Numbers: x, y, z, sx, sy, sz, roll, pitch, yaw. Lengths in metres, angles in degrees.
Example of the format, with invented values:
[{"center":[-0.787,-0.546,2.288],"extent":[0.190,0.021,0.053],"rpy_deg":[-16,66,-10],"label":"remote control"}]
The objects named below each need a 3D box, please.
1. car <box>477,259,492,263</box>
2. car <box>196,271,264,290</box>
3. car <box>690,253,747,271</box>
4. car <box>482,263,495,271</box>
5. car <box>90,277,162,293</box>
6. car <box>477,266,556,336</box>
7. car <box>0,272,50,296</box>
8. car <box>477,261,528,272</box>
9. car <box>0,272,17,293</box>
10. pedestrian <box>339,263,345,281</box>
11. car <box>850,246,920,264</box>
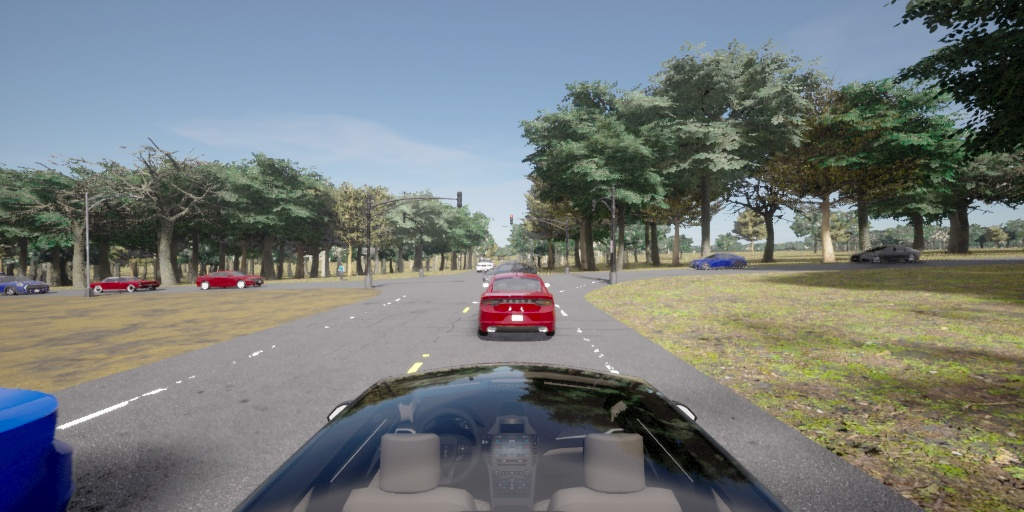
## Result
[{"center":[-3.910,1.391,53.011],"extent":[2.150,2.045,5.566],"rpy_deg":[0,-1,1],"label":"car"},{"center":[-23.682,1.973,30.224],"extent":[5.008,1.535,1.882],"rpy_deg":[-2,-1,2],"label":"car"},{"center":[18.426,0.502,32.096],"extent":[4.674,1.442,1.812],"rpy_deg":[-2,-1,2],"label":"car"},{"center":[-4.074,1.907,62.961],"extent":[1.994,1.385,4.181],"rpy_deg":[0,-1,0],"label":"car"},{"center":[-33.040,2.415,30.647],"extent":[4.718,1.301,1.895],"rpy_deg":[-2,-1,3],"label":"car"},{"center":[0.129,1.229,10.446],"extent":[1.882,1.535,5.008],"rpy_deg":[0,0,0],"label":"car"},{"center":[-43.321,2.500,31.141],"extent":[4.553,1.767,2.097],"rpy_deg":[-2,-1,3],"label":"car"},{"center":[-0.121,1.225,25.404],"extent":[1.812,1.442,4.674],"rpy_deg":[-2,1,39],"label":"car"},{"center":[-52.812,2.699,35.247],"extent":[5.566,2.045,2.150],"rpy_deg":[-2,-1,3],"label":"car"},{"center":[-17.905,1.665,37.570],"extent":[0.375,1.860,0.375],"rpy_deg":[0,1,3],"label":"pedestrian"},{"center":[32.687,-0.080,31.507],"extent":[4.892,1.490,1.837],"rpy_deg":[-2,-1,2],"label":"car"}]
